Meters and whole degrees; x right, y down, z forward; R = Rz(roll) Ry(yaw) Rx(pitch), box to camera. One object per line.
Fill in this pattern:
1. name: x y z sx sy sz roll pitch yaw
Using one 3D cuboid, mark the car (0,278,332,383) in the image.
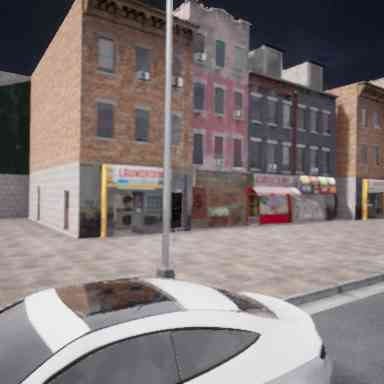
1. car: -0.852 1.507 2.472 4.674 1.442 1.812 1 0 -34
